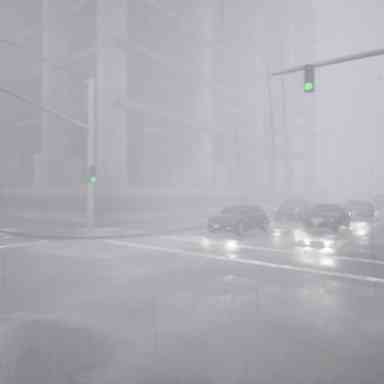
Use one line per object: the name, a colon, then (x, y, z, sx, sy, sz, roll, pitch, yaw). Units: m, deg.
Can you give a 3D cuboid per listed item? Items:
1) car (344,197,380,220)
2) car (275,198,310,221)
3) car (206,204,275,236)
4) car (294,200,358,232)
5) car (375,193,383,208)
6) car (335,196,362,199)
car: (14.087, 1.465, 28.040, 2.128, 1.511, 4.902, 0, 0, 36)
car: (7.955, 1.305, 25.626, 2.097, 1.767, 4.553, 0, 0, 36)
car: (2.621, 1.456, 18.405, 1.837, 1.490, 4.892, 0, 0, 36)
car: (8.206, 1.464, 20.079, 2.128, 1.511, 4.902, 0, 0, 36)
car: (23.548, 1.189, 40.786, 2.150, 2.045, 5.566, 0, 1, 37)
car: (19.617, 1.555, 41.379, 1.895, 1.301, 4.718, 0, 0, 37)
